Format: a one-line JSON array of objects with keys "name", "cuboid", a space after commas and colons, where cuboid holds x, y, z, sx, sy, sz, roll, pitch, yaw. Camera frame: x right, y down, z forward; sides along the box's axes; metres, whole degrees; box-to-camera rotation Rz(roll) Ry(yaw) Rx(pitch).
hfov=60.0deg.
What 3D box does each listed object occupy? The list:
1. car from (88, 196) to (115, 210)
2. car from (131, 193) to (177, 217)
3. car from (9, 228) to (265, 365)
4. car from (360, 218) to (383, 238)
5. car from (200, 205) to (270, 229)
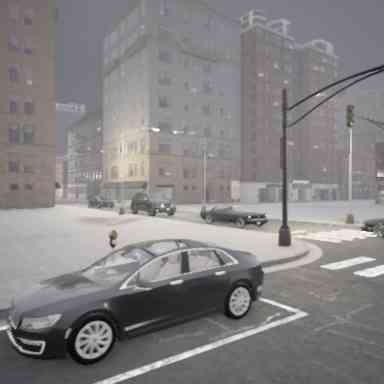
[{"name": "car", "cuboid": [-11.058, 1.271, 40.415, 1.882, 1.535, 5.008, 0, 0, -36]}, {"name": "car", "cuboid": [-3.575, 1.073, 29.904, 2.150, 2.045, 5.566, 0, 0, -35]}, {"name": "car", "cuboid": [-0.647, 1.546, 5.724, 4.403, 1.369, 2.008, 0, 0, -35]}, {"name": "car", "cuboid": [10.661, 1.495, 15.035, 2.033, 1.411, 5.357, 0, 0, -35]}, {"name": "car", "cuboid": [2.634, 1.502, 21.216, 1.895, 1.301, 4.718, 0, 0, -36]}]
